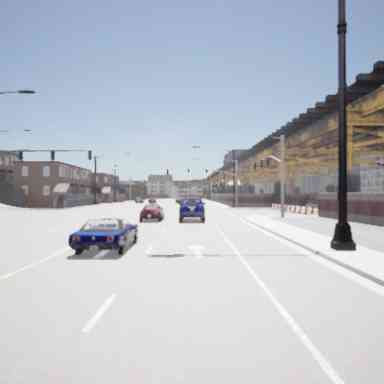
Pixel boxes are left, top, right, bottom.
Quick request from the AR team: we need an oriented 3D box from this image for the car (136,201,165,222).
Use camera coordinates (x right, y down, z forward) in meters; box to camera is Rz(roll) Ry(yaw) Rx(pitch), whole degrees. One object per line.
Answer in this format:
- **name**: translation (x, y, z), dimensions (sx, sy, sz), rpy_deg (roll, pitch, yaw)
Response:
- **car**: translation (-3.490, 1.800, 29.383), dimensions (1.812, 1.442, 4.674), rpy_deg (0, 0, 0)

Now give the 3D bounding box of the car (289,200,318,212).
- **car**: translation (15.938, 1.895, 47.340), dimensions (2.038, 1.542, 4.974), rpy_deg (-1, -1, 44)

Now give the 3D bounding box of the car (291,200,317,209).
- **car**: translation (15.974, 1.738, 47.380), dimensions (1.853, 1.218, 4.536), rpy_deg (-1, -1, 44)

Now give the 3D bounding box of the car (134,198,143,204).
- **car**: translation (-13.991, 2.340, 87.513), dimensions (2.128, 1.511, 4.902), rpy_deg (0, -1, 0)

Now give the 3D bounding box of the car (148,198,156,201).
- **car**: translation (-10.491, 2.293, 87.513), dimensions (1.882, 1.535, 5.008), rpy_deg (0, -1, 0)

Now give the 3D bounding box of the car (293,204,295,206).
- **car**: translation (15.949, 1.852, 42.732), dimensions (2.038, 1.542, 4.974), rpy_deg (0, -1, -36)

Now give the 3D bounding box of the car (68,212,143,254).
- **car**: translation (-3.497, 1.733, 14.103), dimensions (1.895, 1.301, 4.718), rpy_deg (0, 0, 0)

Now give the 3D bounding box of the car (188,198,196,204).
- **car**: translation (0.009, 2.323, 88.655), dimensions (1.994, 1.385, 4.181), rpy_deg (0, -1, 0)

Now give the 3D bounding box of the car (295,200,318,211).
- **car**: translation (15.980, 1.694, 42.692), dimensions (1.853, 1.218, 4.536), rpy_deg (0, -1, -36)

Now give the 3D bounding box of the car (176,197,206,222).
- **car**: translation (0.004, 1.488, 29.018), dimensions (2.150, 2.045, 5.566), rpy_deg (0, 0, 0)
